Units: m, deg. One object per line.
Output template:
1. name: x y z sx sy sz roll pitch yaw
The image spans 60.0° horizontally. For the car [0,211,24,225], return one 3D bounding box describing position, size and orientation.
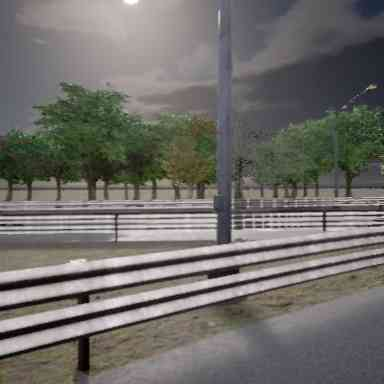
1. car: -13.282 1.816 21.647 4.181 1.385 1.994 -1 1 0
